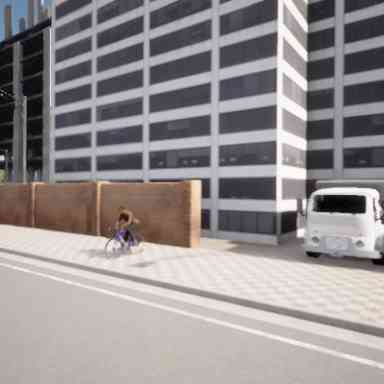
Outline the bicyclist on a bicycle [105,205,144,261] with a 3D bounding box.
[{"bbox_3d":[-2.038,1.228,10.230,0.582,1.620,1.656,1,0,35],"label":"bicyclist on a bicycle"}]
